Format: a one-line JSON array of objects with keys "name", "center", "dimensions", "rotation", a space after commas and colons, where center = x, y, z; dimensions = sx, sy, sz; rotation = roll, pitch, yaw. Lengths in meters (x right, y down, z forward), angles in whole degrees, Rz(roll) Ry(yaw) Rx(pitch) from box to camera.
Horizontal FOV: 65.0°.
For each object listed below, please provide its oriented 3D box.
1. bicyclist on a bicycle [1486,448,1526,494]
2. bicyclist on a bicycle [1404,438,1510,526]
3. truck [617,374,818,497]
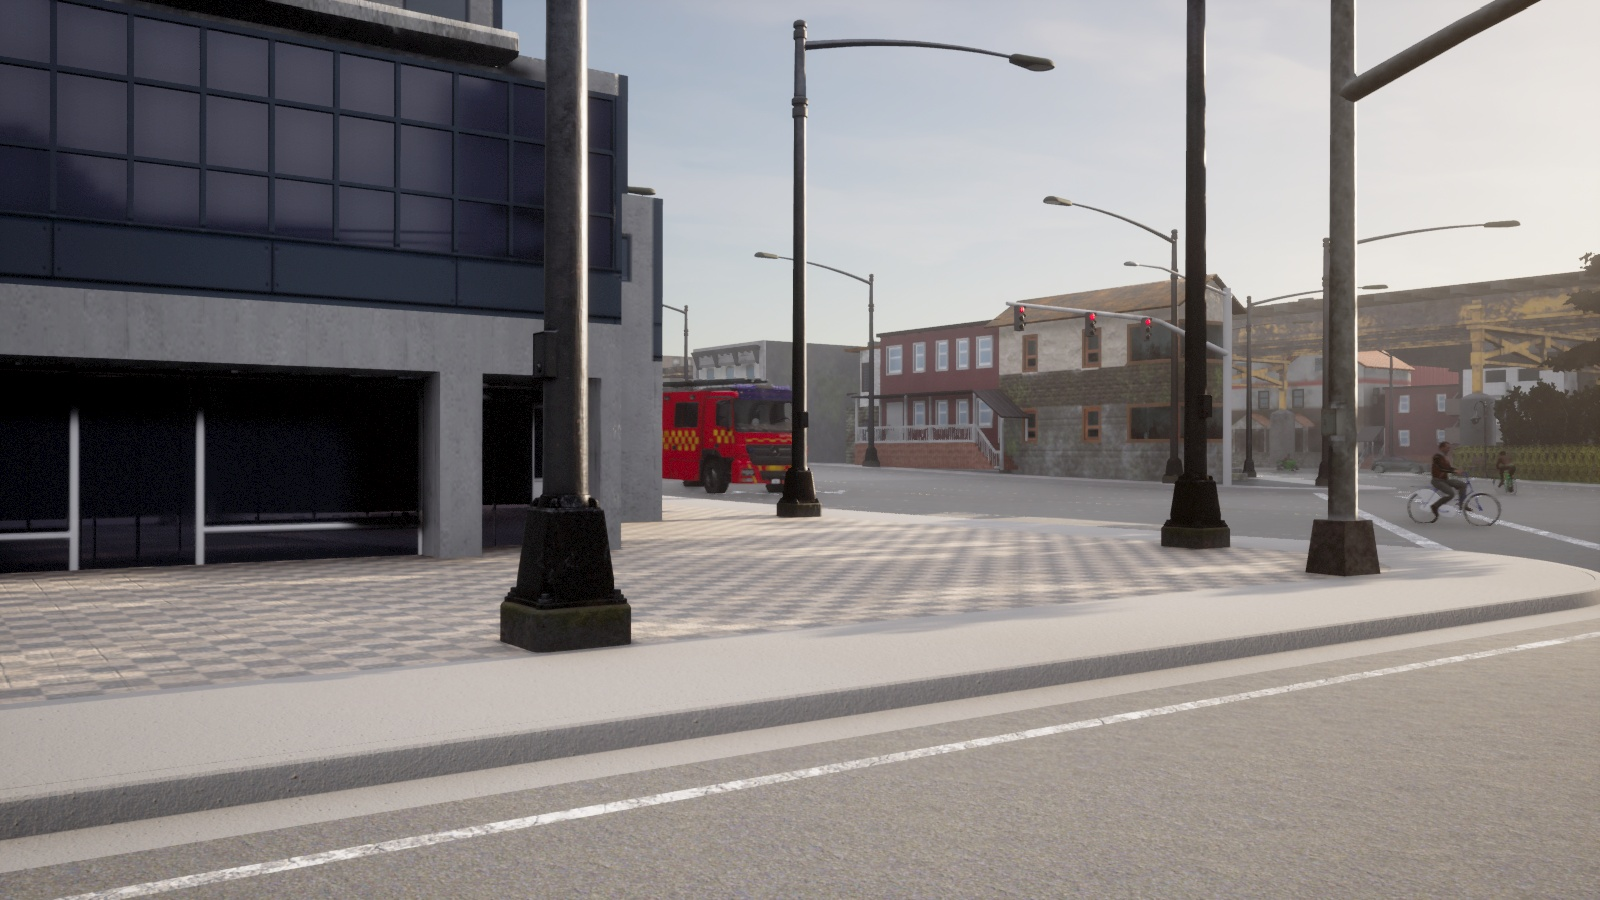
[{"name": "bicyclist on a bicycle", "center": [25.856, 0.755, 46.007], "dimensions": [0.582, 1.620, 1.656], "rotation": [-3, -1, 4]}, {"name": "bicyclist on a bicycle", "center": [13.606, 0.647, 26.045], "dimensions": [0.659, 1.776, 1.843], "rotation": [1, -1, -41]}, {"name": "truck", "center": [-3.047, -0.504, 43.199], "dimensions": [2.891, 3.827, 8.468], "rotation": [0, 1, -35]}]
